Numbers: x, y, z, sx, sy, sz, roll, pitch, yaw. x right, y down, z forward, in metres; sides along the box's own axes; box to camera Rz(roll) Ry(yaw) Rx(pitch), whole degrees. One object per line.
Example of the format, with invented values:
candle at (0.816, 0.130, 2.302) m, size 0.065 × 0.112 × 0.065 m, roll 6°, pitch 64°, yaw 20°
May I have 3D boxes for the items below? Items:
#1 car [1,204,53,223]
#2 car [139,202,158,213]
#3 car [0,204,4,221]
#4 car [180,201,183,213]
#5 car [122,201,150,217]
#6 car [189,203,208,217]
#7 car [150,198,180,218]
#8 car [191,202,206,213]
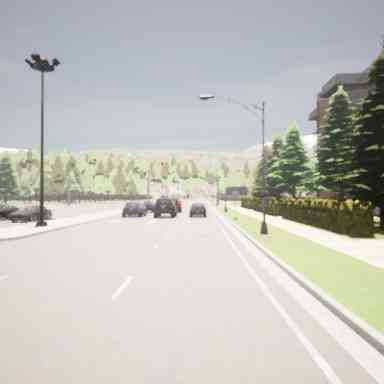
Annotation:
car at (-14.561, 1.954, 30.272) m, size 2.033 × 1.411 × 5.357 m, roll 0°, pitch -1°, yaw 2°
car at (-6.062, 2.129, 46.830) m, size 1.837 × 1.490 × 4.892 m, roll 0°, pitch -1°, yaw 1°
car at (-18.032, 1.911, 31.260) m, size 2.128 × 1.511 × 4.902 m, roll 0°, pitch -1°, yaw 2°
car at (-2.563, 1.844, 46.776) m, size 2.150 × 2.045 × 5.566 m, roll 0°, pitch -1°, yaw 1°
car at (-6.311, 1.844, 36.908) m, size 2.097 × 1.767 × 4.553 m, roll 0°, pitch -1°, yaw 1°
car at (0.692, 1.982, 36.907) m, size 2.128 × 1.511 × 4.902 m, roll 0°, pitch -1°, yaw 1°
car at (-2.829, 1.703, 36.136) m, size 2.150 × 2.045 × 5.566 m, roll 0°, pitch -1°, yaw 1°
car at (0.943, 2.188, 46.968) m, size 1.994 × 1.385 × 4.181 m, roll 0°, pitch -1°, yaw 1°
